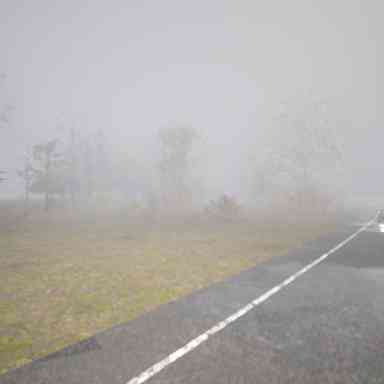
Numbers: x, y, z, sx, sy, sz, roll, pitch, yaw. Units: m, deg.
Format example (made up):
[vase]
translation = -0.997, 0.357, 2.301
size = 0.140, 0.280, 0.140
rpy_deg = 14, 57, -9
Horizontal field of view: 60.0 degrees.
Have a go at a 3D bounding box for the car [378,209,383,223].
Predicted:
[car]
translation = 17.806, 2.024, 29.649
size = 1.994, 1.385, 4.181
rpy_deg = 0, -1, 32
